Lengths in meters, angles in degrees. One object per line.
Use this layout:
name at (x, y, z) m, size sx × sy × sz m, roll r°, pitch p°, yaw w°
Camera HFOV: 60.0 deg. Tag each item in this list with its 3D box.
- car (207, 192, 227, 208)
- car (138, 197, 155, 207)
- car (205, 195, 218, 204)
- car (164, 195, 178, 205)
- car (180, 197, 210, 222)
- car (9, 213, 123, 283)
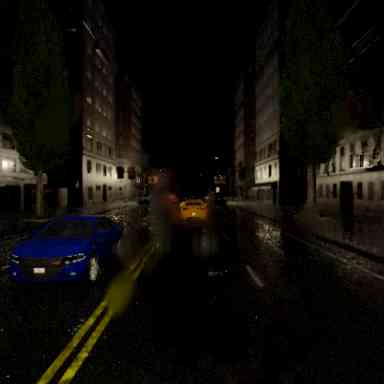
car at (3.398, 1.027, 44.662) m, size 2.150 × 2.045 × 5.566 m, roll 0°, pitch 1°, yaw 0°
car at (-6.534, 1.390, 47.825) m, size 1.895 × 1.301 × 4.718 m, roll 0°, pitch 0°, yaw 0°
car at (3.313, 1.236, 57.392) m, size 2.128 × 1.511 × 4.902 m, roll 0°, pitch 0°, yaw 0°
car at (-3.260, 1.245, 52.361) m, size 1.882 × 1.535 × 5.008 m, roll 0°, pitch 0°, yaw 0°
car at (0.127, 1.367, 25.426) m, size 1.882 × 1.535 × 5.008 m, roll 0°, pitch 0°, yaw 0°
car at (-3.340, 1.435, 9.770) m, size 1.882 × 1.535 × 5.008 m, roll 0°, pitch 0°, yaw 0°
